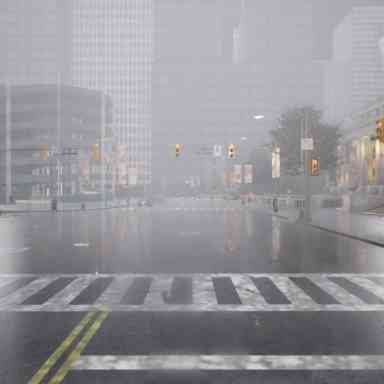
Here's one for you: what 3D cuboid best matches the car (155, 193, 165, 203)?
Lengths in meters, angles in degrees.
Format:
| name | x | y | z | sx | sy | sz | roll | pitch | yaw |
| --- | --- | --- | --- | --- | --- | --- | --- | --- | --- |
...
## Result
| name | x | y | z | sx | sy | sz | roll | pitch | yaw |
| --- | --- | --- | --- | --- | --- | --- | --- | --- | --- |
| car | -6.934 | 1.222 | 68.818 | 2.150 | 2.045 | 5.566 | 0 | 0 | 1 |

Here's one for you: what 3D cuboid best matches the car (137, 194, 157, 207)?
| name | x | y | z | sx | sy | sz | roll | pitch | yaw |
| --- | --- | --- | --- | --- | --- | --- | --- | --- | --- |
| car | -7.002 | 1.491 | 50.161 | 2.128 | 1.511 | 4.902 | 0 | 0 | 0 |

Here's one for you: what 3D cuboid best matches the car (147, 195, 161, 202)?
| name | x | y | z | sx | sy | sz | roll | pitch | yaw |
| --- | --- | --- | --- | --- | --- | --- | --- | --- | --- |
| car | -9.136 | 1.524 | 80.276 | 2.128 | 1.511 | 4.902 | 0 | 0 | -21 |
